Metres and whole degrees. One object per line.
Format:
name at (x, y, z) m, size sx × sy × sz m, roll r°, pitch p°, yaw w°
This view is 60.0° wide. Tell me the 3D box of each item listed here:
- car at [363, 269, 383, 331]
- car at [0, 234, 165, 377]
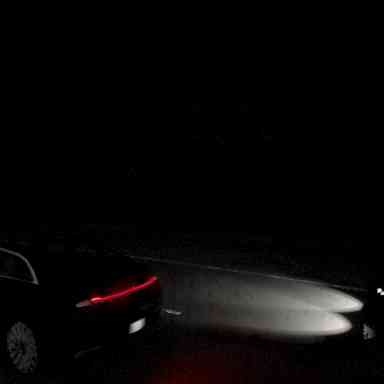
car at (4.774, 1.554, 4.666) m, size 4.181 × 1.385 × 1.994 m, roll 0°, pitch 0°, yaw 36°
car at (-2.740, 1.468, 5.497) m, size 4.902 × 1.511 × 2.128 m, roll 0°, pitch 0°, yaw 32°
